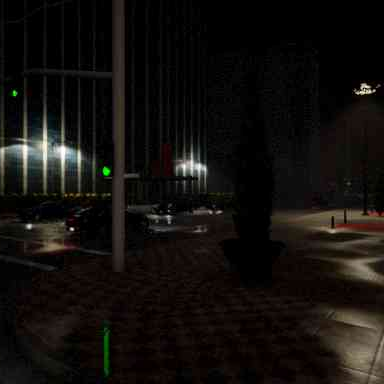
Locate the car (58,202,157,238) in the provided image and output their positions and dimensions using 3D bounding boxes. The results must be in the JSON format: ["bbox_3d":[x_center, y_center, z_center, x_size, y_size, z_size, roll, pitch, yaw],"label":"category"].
[{"bbox_3d":[-4.314,1.505,17.789,1.837,1.490,4.892,0,0,35],"label":"car"}]

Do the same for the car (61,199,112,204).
[{"bbox_3d":[-7.400,1.352,25.952,2.097,1.767,4.553,0,0,35],"label":"car"}]

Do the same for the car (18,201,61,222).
[{"bbox_3d":[-11.235,1.478,26.574,1.882,1.535,5.008,0,0,35],"label":"car"}]

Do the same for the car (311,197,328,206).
[{"bbox_3d":[20.509,1.505,53.416,1.837,1.490,4.892,0,0,35],"label":"car"}]

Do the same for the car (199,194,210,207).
[{"bbox_3d":[0.560,1.221,43.472,2.150,2.045,5.566,0,0,35],"label":"car"}]

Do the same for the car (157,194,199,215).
[{"bbox_3d":[-1.711,1.352,34.113,2.097,1.767,4.553,0,0,35],"label":"car"}]

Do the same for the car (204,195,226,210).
[{"bbox_3d":[4.129,1.491,42.470,2.128,1.511,4.902,0,0,35],"label":"car"}]
